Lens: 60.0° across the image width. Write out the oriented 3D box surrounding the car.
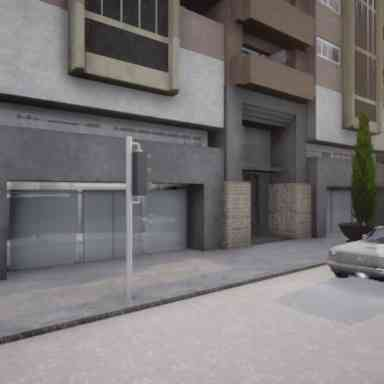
[{"bbox_3d":[5.642,1.598,8.960,4.718,1.301,1.895,0,0,-37],"label":"car"}]
